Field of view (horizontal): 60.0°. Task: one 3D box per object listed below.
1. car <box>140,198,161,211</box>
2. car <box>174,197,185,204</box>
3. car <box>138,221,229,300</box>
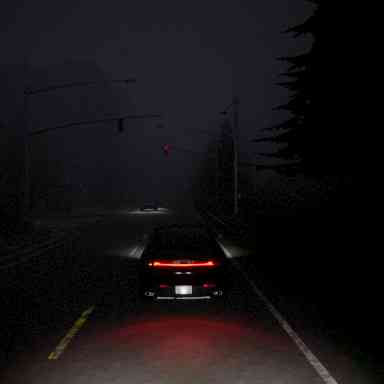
[{"bbox_3d":[-5.175,1.526,40.688,1.812,1.442,4.674,0,0,-3],"label":"car"},{"bbox_3d":[-2.329,1.564,61.330,1.994,1.385,4.181,0,0,-2],"label":"car"},{"bbox_3d":[-0.226,1.505,8.380,1.837,1.490,4.892,0,0,-2],"label":"car"}]
